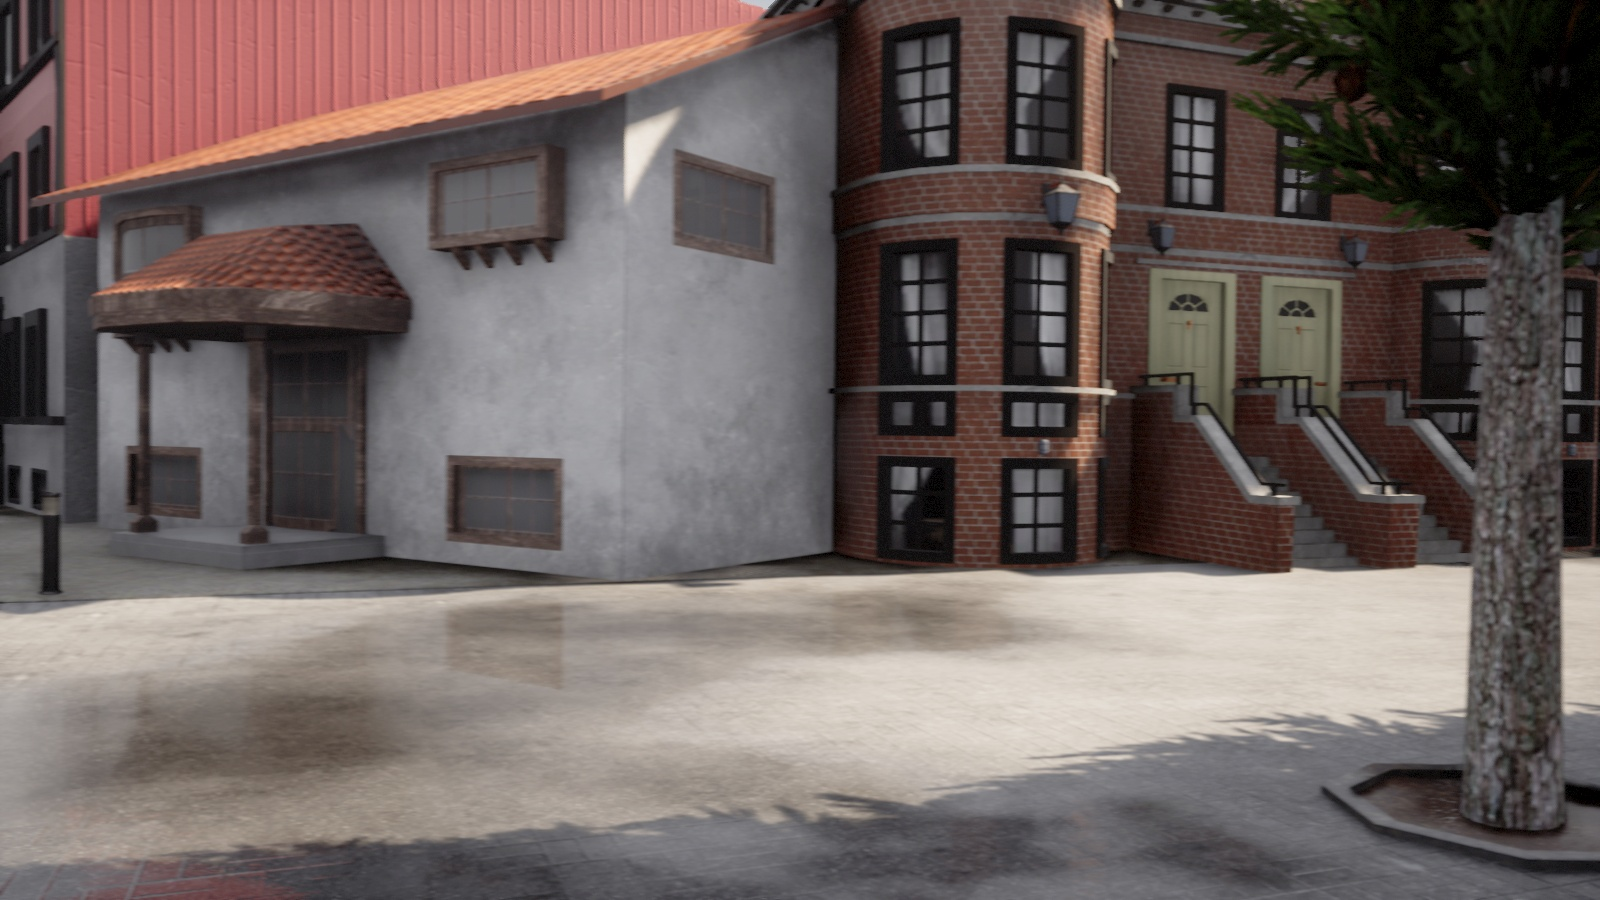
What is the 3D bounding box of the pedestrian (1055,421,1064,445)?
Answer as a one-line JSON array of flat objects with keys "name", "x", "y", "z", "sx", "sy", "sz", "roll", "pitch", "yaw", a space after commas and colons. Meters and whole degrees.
[{"name": "pedestrian", "x": 19.840, "y": -1.276, "z": 95.956, "sx": 0.331, "sy": 1.846, "sz": 0.636, "roll": -1, "pitch": 1, "yaw": -22}]
